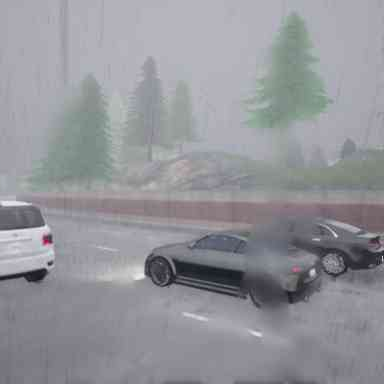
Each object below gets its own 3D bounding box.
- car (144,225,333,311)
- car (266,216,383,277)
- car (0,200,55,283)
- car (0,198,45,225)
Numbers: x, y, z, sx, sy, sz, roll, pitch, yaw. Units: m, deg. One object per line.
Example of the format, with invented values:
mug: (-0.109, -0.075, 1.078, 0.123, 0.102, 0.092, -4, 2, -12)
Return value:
car: (0.831, 1.586, 7.903, 4.181, 1.385, 1.994, 0, 0, 37)
car: (3.219, 1.538, 10.465, 4.892, 1.490, 1.837, 0, 0, 37)
car: (-5.738, 1.234, 8.654, 5.566, 2.045, 2.150, 0, 0, 40)
car: (-13.075, 1.394, 25.277, 2.097, 1.767, 4.553, 0, 0, -43)
